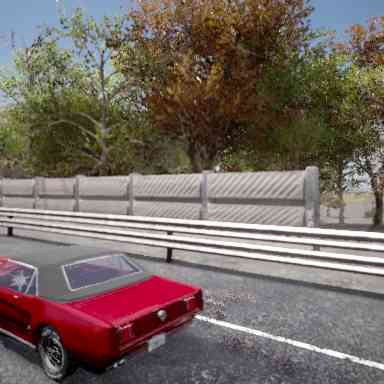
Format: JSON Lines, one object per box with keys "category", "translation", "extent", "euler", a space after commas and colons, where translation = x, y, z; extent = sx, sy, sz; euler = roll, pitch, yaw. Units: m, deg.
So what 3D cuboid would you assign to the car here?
{"category": "car", "translation": [-2.236, 1.572, 5.447], "extent": [4.718, 1.301, 1.895], "euler": [0, 0, 35]}
